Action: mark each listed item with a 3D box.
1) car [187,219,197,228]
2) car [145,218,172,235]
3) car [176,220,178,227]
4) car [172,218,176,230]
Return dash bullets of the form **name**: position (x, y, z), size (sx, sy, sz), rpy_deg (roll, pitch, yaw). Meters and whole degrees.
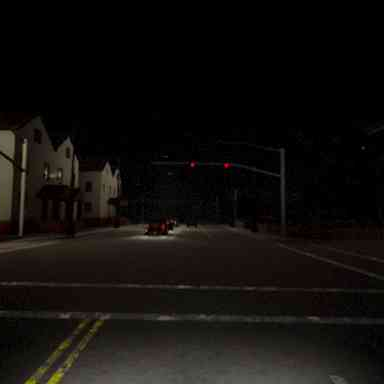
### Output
- **car**: position (-0.038, 5.547, 58.961), size (2.033, 1.411, 5.357), rpy_deg (1, -4, 0)
- **car**: position (-3.604, 3.512, 34.513), size (2.097, 1.767, 4.553), rpy_deg (1, -4, 0)
- **car**: position (-3.589, 5.295, 58.668), size (2.097, 1.767, 4.553), rpy_deg (1, -4, 0)
- **car**: position (-3.608, 4.471, 44.636), size (1.994, 1.385, 4.181), rpy_deg (1, -4, 0)
